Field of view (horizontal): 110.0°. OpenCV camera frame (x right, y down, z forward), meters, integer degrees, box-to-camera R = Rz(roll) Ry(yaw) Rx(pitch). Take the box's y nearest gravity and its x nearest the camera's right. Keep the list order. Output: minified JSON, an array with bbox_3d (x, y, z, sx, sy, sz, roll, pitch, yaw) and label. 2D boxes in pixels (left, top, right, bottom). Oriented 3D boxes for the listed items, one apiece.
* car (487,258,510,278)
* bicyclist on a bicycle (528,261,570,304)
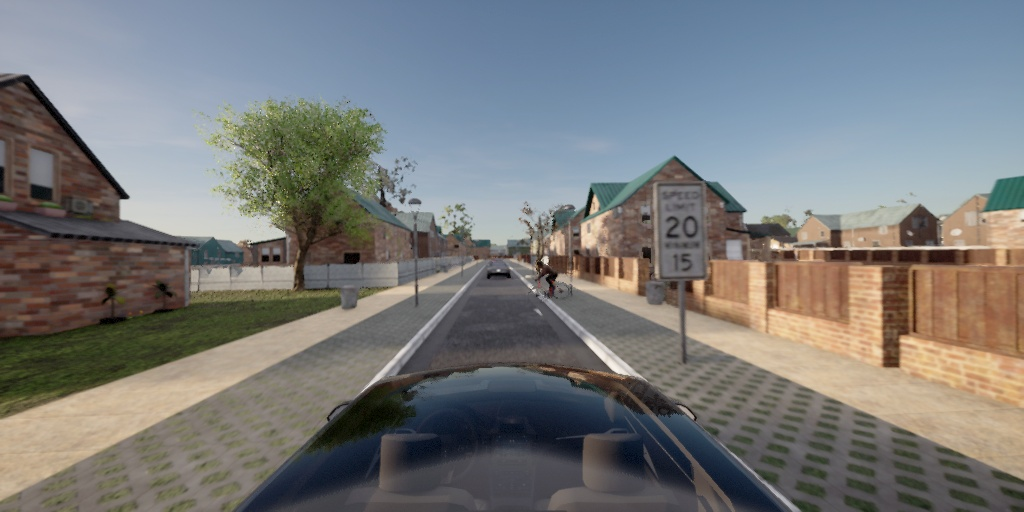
[{"bbox_3d":[-1.184,1.150,31.421,1.994,1.385,4.181,-1,0,-3],"label":"car"},{"bbox_3d":[1.356,0.997,13.929,1.656,1.620,0.582,-10,1,-3],"label":"bicyclist on a bicycle"}]
